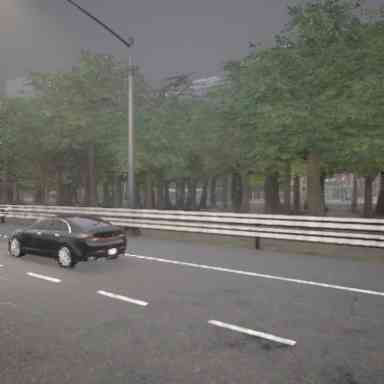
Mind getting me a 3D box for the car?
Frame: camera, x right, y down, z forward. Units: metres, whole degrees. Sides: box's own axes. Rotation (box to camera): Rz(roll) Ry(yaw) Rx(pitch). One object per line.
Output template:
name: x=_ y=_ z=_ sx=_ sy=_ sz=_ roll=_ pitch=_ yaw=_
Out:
car: x=-4.320 y=1.523 z=11.254 sx=4.892 sy=1.490 sz=1.837 roll=0 pitch=0 yaw=36
